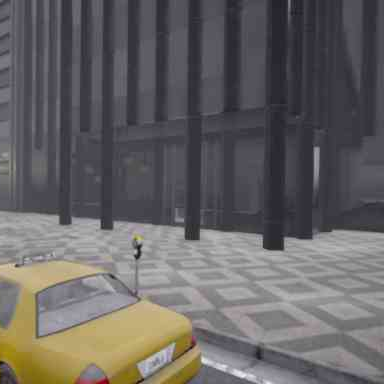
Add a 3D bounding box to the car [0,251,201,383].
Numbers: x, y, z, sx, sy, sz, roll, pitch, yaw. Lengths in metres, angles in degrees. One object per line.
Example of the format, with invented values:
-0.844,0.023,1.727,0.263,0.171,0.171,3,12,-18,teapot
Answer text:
-2.175,1.466,4.381,4.829,1.417,1.752,1,1,36,car
